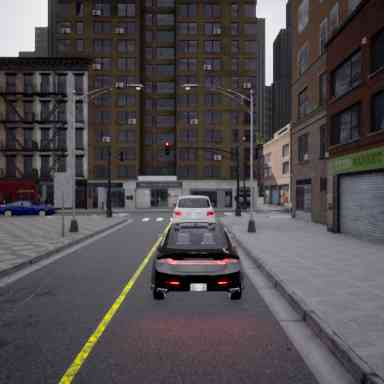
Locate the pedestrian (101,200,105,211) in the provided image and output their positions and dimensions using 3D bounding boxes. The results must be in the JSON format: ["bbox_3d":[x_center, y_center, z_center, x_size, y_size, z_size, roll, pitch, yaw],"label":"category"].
[{"bbox_3d":[-10.167,1.497,37.899,0.375,1.300,0.375,0,0,-1],"label":"pedestrian"}]

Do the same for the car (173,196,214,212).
[{"bbox_3d":[0.095,1.215,18.831,2.150,2.045,5.566,0,0,0],"label":"car"}]

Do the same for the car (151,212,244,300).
[{"bbox_3d":[0.098,1.490,8.376,2.128,1.511,4.902,0,0,0],"label":"car"}]

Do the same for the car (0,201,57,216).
[{"bbox_3d":[-15.481,1.577,31.589,5.008,1.535,1.882,0,0,-2],"label":"car"}]

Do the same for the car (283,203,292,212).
[{"bbox_3d":[12.055,1.396,35.140,4.674,1.442,1.812,-1,0,-1],"label":"car"}]
